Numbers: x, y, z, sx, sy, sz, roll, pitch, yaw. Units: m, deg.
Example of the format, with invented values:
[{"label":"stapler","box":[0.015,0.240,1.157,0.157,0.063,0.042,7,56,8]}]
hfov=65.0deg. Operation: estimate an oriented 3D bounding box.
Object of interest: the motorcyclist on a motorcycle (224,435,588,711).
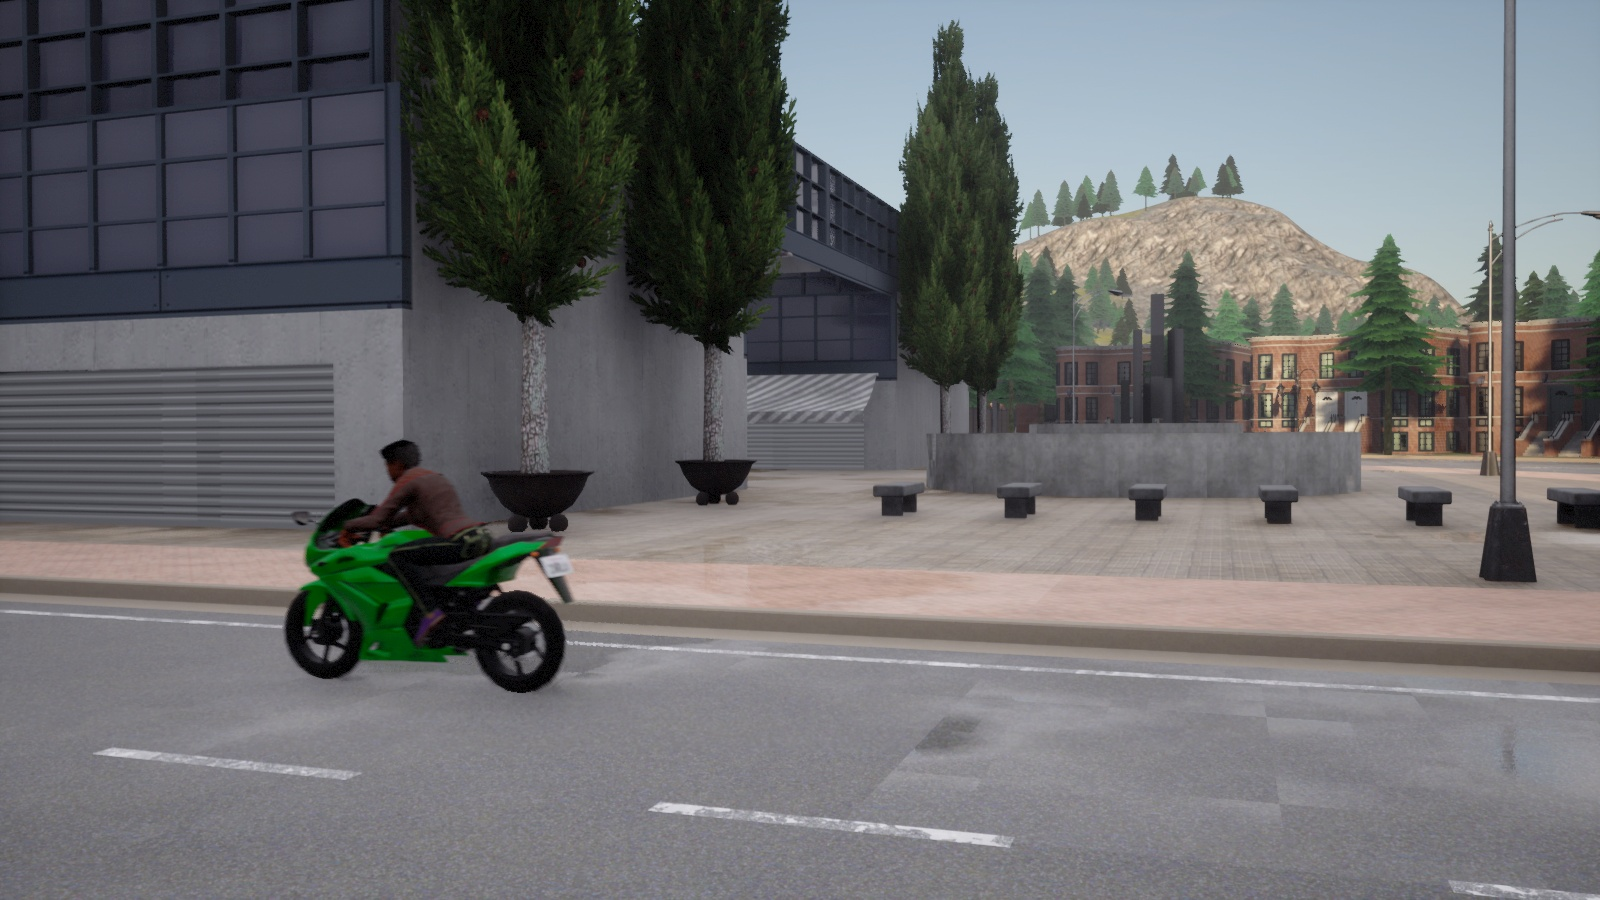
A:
[{"label":"motorcyclist on a motorcycle","box":[-2.407,0.678,7.695,2.044,1.523,0.797,0,1,19]}]
